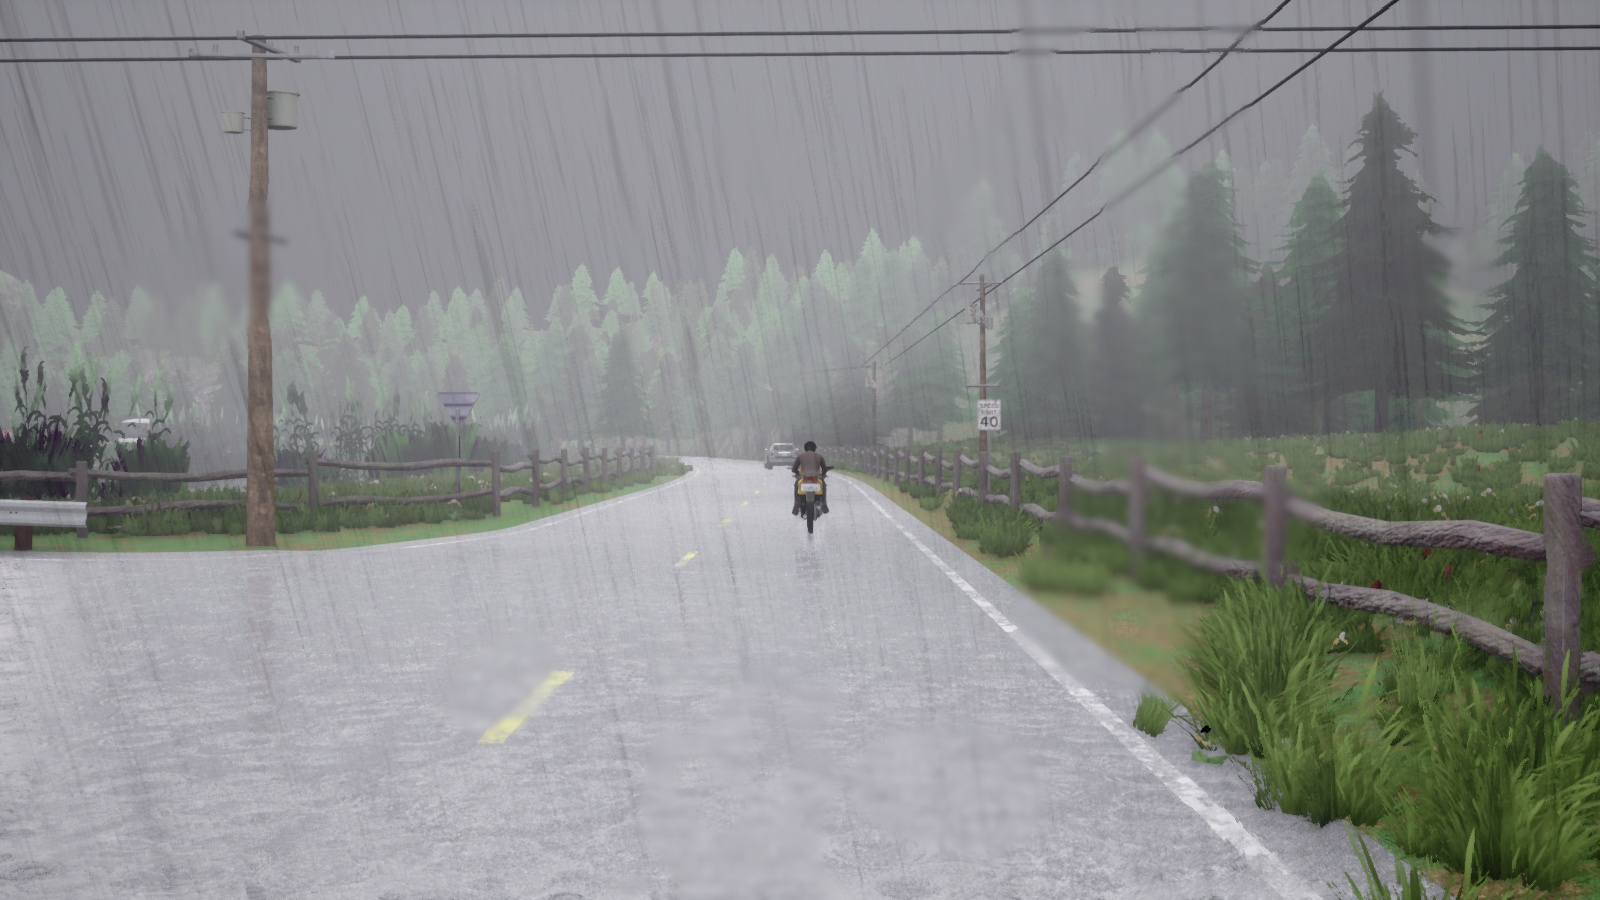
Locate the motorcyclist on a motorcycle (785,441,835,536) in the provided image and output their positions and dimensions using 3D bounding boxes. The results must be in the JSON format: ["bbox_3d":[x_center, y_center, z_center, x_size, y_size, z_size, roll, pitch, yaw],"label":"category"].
[{"bbox_3d":[0.170,0.610,20.972,0.797,1.523,2.044,0,0,0],"label":"motorcyclist on a motorcycle"}]

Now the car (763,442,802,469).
[{"bbox_3d":[-1.053,0.303,72.170,1.970,1.475,3.806,0,0,-5],"label":"car"}]
